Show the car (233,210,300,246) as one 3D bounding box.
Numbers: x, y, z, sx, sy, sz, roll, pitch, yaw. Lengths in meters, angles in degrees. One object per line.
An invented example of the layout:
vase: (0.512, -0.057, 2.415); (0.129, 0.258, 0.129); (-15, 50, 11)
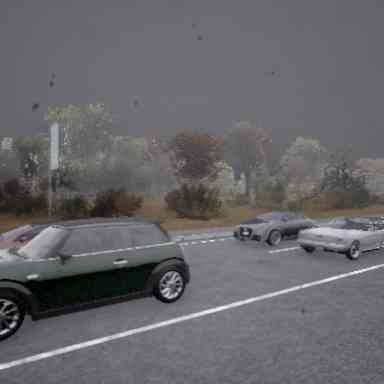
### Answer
car: (3.900, 1.557, 15.244); (4.181, 1.385, 1.994); (0, 0, -35)

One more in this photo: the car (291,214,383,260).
car: (6.089, 1.593, 12.505); (4.718, 1.301, 1.895); (0, 0, -35)

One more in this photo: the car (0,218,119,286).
car: (-4.421, 1.565, 9.370); (4.181, 1.385, 1.994); (0, 0, -35)

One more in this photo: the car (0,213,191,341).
car: (-2.312, 1.352, 6.586); (4.553, 1.767, 2.097); (0, 0, -35)
